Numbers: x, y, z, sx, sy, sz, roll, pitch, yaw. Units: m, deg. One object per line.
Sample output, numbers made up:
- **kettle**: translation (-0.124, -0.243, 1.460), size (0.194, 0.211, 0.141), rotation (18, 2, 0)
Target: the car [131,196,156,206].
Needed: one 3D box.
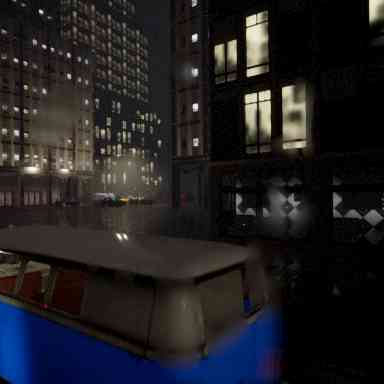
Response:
- **car**: translation (-6.811, 1.230, 45.626), size (2.008, 1.369, 4.403), rotation (0, 0, 36)

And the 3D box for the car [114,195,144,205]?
- **car**: translation (-10.363, 1.278, 54.958), size (1.752, 1.417, 4.829), rotation (0, 0, 36)

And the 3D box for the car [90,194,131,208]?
- **car**: translation (-10.141, 1.267, 41.077), size (1.887, 1.381, 4.507), rotation (0, 0, 36)

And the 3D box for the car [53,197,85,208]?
- **car**: translation (-16.926, 1.403, 45.994), size (1.947, 1.339, 4.313), rotation (0, 0, 36)

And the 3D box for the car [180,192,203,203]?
- **car**: translation (-0.152, 0.908, 54.723), size (2.192, 1.841, 5.009), rotation (0, 0, 36)

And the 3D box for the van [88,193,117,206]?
- **van**: translation (-13.596, 1.135, 50.544), size (1.690, 1.788, 3.998), rotation (0, 0, 36)

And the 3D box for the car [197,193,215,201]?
- **car**: translation (3.065, 1.016, 73.299), size (1.967, 1.590, 4.097), rotation (0, 0, 36)

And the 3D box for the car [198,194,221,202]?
- **car**: translation (3.181, 1.101, 59.273), size (2.008, 1.369, 4.403), rotation (0, 0, 36)

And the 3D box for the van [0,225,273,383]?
- **van**: translation (-1.112, 1.342, 3.684), size (3.998, 1.788, 1.690), rotation (0, -1, 36)
